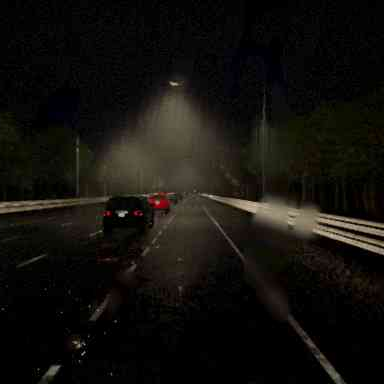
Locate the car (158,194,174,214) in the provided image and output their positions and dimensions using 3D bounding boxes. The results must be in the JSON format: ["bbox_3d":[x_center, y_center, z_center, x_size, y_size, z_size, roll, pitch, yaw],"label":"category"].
[{"bbox_3d":[-3.511,1.243,36.399,2.150,2.045,5.566,0,0,0],"label":"car"}]

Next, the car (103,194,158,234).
[{"bbox_3d":[-3.505,1.234,19.245,2.150,2.045,5.566,0,0,0],"label":"car"}]

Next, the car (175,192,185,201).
[{"bbox_3d":[-3.521,1.205,84.045,2.150,2.045,5.566,0,0,0],"label":"car"}]

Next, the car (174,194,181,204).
[{"bbox_3d":[-3.517,1.528,62.332,1.812,1.442,4.674,0,0,0],"label":"car"}]
